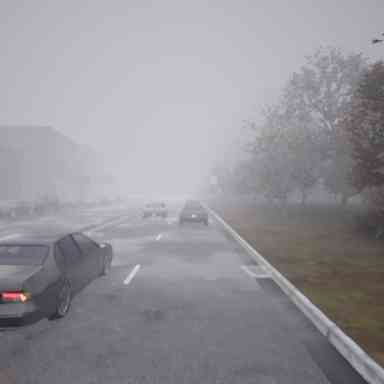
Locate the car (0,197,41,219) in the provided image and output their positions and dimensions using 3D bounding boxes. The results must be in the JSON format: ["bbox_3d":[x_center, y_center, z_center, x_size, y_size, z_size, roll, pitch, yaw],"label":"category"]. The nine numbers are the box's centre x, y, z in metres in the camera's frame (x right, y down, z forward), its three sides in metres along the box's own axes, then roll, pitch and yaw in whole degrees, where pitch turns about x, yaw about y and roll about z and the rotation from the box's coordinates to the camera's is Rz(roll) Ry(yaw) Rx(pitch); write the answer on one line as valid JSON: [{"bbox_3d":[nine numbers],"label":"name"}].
[{"bbox_3d":[-15.049,1.405,27.851,2.231,1.521,4.892,0,0,0],"label":"car"}]

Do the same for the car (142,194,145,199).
[{"bbox_3d":[-15.337,1.248,94.176,2.185,1.767,4.553,0,0,0],"label":"car"}]

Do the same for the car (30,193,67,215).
[{"bbox_3d":[-15.073,1.151,33.341,2.435,2.045,5.566,0,0,0],"label":"car"}]

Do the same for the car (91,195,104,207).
[{"bbox_3d":[-15.144,1.391,49.633,1.946,1.575,5.366,0,0,0],"label":"car"}]

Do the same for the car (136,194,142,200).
[{"bbox_3d":[-15.315,1.373,88.433,1.946,1.575,5.366,0,0,0],"label":"car"}]

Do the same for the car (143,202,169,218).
[{"bbox_3d":[-3.150,1.580,29.670,1.895,1.301,4.718,0,0,0],"label":"car"}]

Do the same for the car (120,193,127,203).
[{"bbox_3d":[-15.218,1.135,66.366,2.435,2.045,5.566,0,0,0],"label":"car"}]

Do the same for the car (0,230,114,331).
[{"bbox_3d":[-3.155,1.542,7.222,2.033,1.411,5.357,0,0,0],"label":"car"}]

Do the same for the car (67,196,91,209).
[{"bbox_3d":[-15.170,1.399,42.761,2.231,1.521,4.892,0,0,0],"label":"car"}]

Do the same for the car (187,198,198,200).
[{"bbox_3d":[0.101,1.463,42.024,2.128,1.511,4.902,0,0,0],"label":"car"}]

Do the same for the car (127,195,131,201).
[{"bbox_3d":[-15.244,1.385,72.050,2.231,1.521,4.892,0,0,0],"label":"car"}]

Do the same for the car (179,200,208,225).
[{"bbox_3d":[0.101,1.548,23.951,1.994,1.385,4.181,0,0,0],"label":"car"}]

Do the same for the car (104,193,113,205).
[{"bbox_3d":[-15.169,1.266,55.375,2.185,1.767,4.553,0,0,0],"label":"car"}]

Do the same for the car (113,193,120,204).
[{"bbox_3d":[-15.193,1.386,60.683,1.946,1.575,5.366,0,0,0],"label":"car"}]

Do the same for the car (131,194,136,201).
[{"bbox_3d":[-15.266,1.383,77.576,2.231,1.521,4.892,0,0,0],"label":"car"}]
